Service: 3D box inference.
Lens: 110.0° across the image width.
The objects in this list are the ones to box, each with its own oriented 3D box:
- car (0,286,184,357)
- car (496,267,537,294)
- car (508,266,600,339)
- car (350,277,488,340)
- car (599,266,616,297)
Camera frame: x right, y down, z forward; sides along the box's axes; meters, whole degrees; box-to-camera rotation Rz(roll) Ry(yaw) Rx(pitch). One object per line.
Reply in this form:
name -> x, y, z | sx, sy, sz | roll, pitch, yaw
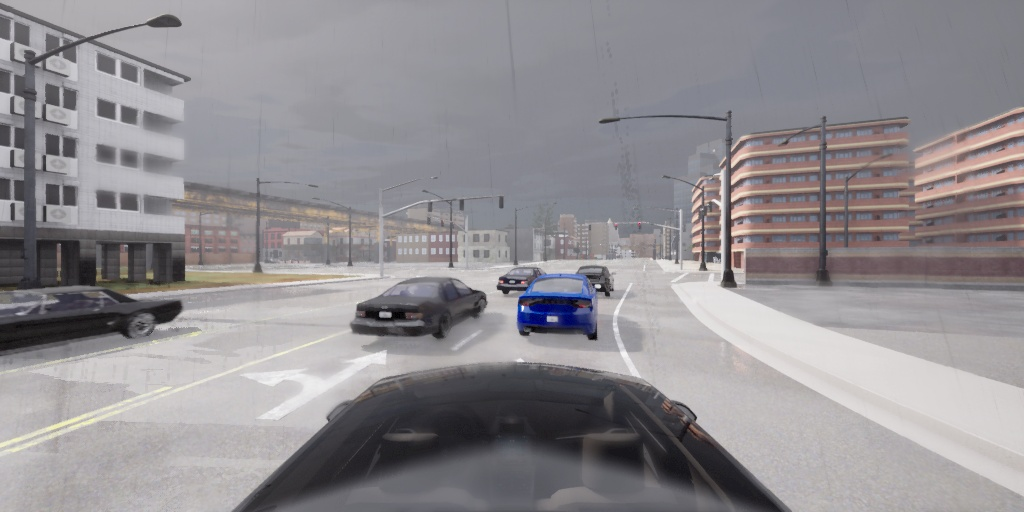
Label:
car -> -10.038, 1.351, 7.447 | 1.895, 1.301, 4.718 | 0, 0, 9
car -> 0.875, 1.297, 19.709 | 2.033, 1.411, 5.357 | 0, 0, 20
car -> 1.473, 1.228, 10.232 | 1.882, 1.535, 5.008 | 0, 0, 14
car -> -2.194, 1.297, 10.090 | 2.033, 1.411, 5.357 | 0, 0, 12
car -> 4.392, 1.255, 19.157 | 1.837, 1.490, 4.892 | 0, 0, 19
